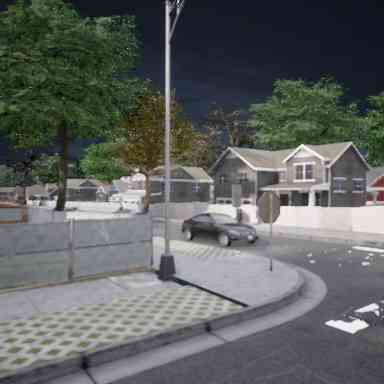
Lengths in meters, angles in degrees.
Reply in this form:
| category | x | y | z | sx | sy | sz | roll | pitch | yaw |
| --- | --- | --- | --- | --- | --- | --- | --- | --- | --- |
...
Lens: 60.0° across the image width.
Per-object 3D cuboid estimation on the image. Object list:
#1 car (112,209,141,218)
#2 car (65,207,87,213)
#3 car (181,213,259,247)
| category | x | y | z | sx | sy | sz | roll | pitch | yaw |
| --- | --- | --- | --- | --- | --- | --- | --- | --- | --- |
| car | -4.893 | 2.009 | 25.161 | 1.994 | 1.385 | 4.181 | 0 | -1 | -36 |
| car | -13.119 | 2.269 | 36.488 | 1.895 | 1.301 | 4.718 | 0 | -1 | -36 |
| car | 1.238 | 1.801 | 16.740 | 1.812 | 1.442 | 4.674 | 0 | -1 | -36 |
